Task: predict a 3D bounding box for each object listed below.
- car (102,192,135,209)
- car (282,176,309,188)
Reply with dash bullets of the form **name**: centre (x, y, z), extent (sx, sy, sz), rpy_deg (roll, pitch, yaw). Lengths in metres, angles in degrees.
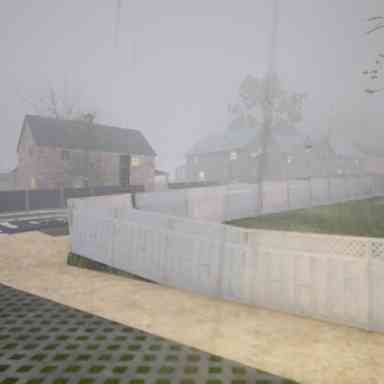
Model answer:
- **car**: centre (-4.990, 0.713, 20.365), extent (4.718, 1.301, 1.895), rpy_deg (-4, 3, -40)
- **car**: centre (10.187, -0.643, 33.129), extent (4.553, 1.767, 2.097), rpy_deg (-4, 3, -42)
